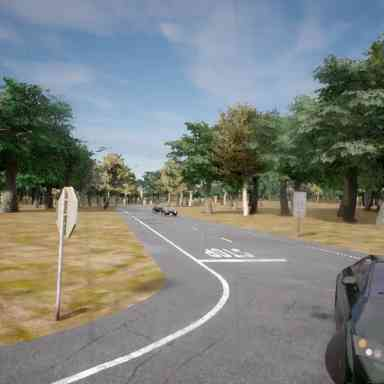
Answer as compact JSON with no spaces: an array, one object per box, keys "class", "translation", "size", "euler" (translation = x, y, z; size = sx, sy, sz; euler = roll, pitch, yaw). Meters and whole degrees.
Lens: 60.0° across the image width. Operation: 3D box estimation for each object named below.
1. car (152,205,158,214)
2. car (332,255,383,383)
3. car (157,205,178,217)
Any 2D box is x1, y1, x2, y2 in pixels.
[{"class":"car","translation":[-5.649,2.961,56.873],"size":[1.882,1.535,5.008],"euler":[3,-2,-14]},{"class":"car","translation":[3.094,1.643,4.607],"size":[1.994,1.385,4.181],"euler":[1,-1,22]},{"class":"car","translation":[-3.411,2.850,48.022],"size":[1.895,1.301,4.718],"euler":[3,-2,-13]}]
